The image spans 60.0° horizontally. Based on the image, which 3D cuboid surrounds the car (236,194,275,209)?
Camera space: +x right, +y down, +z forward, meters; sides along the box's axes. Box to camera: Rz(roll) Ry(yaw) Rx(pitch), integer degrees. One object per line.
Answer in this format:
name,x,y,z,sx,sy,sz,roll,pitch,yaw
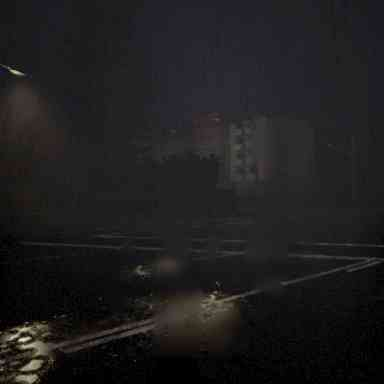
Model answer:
car,6.753,0.954,36.373,1.882,1.535,5.008,-2,1,-35
